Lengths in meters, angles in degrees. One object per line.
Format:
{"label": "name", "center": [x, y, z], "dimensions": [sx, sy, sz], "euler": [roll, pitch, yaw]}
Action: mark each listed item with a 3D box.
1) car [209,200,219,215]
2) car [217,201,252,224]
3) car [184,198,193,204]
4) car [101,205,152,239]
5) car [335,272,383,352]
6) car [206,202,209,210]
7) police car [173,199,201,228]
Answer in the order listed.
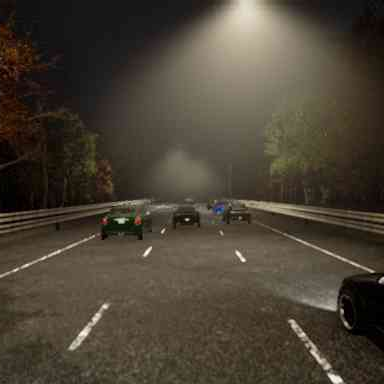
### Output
{"label": "car", "center": [3.346, 1.752, 37.289], "dimensions": [1.882, 1.535, 5.008], "euler": [0, 0, -1]}
{"label": "car", "center": [3.448, 1.688, 26.252], "dimensions": [2.128, 1.511, 4.902], "euler": [0, 0, 0]}
{"label": "car", "center": [-0.880, 2.067, 76.141], "dimensions": [1.994, 1.385, 4.181], "euler": [0, 0, -2]}
{"label": "car", "center": [-3.416, 1.487, 18.148], "dimensions": [2.097, 1.767, 4.553], "euler": [0, 0, 0]}
{"label": "car", "center": [3.509, 1.595, 4.177], "dimensions": [1.994, 1.385, 4.181], "euler": [0, 0, 0]}
{"label": "car", "center": [3.198, 1.856, 48.355], "dimensions": [2.163, 1.488, 4.792], "euler": [0, 0, -1]}
{"label": "police car", "center": [-0.362, 1.604, 24.159], "dimensions": [1.930, 1.638, 5.238], "euler": [0, 0, -1]}
